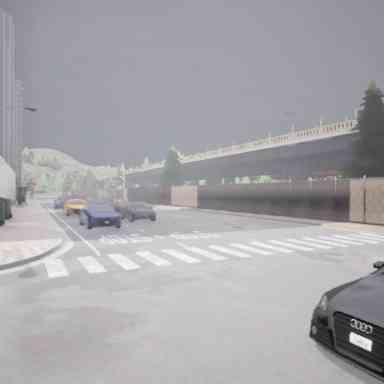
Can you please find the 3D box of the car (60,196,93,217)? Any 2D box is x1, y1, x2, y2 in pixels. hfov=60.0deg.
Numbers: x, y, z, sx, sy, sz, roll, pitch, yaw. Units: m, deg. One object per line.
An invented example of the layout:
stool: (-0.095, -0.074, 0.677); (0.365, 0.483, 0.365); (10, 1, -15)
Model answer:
car: (-10.915, 1.437, 31.229); (1.882, 1.535, 5.008); (0, 0, -26)

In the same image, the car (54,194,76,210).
car: (-16.701, 1.313, 43.125); (2.097, 1.767, 4.553); (0, 0, -26)

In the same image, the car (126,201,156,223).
car: (-4.248, 1.475, 25.542); (1.837, 1.490, 4.892); (0, -1, -26)

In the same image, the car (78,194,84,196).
car: (-13.563, 1.460, 44.685); (2.128, 1.511, 4.902); (0, 0, -26)

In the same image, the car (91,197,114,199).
car: (-8.910, 1.319, 35.107); (2.097, 1.767, 4.553); (0, 0, -26)

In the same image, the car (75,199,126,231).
car: (-5.827, 1.436, 20.803); (1.882, 1.535, 5.008); (0, 0, -26)

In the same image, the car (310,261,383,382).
car: (3.755, 1.561, 4.752); (4.181, 1.385, 1.994); (0, 0, -26)
